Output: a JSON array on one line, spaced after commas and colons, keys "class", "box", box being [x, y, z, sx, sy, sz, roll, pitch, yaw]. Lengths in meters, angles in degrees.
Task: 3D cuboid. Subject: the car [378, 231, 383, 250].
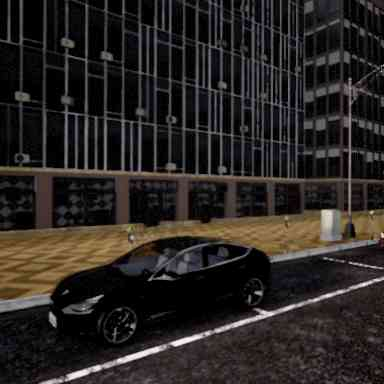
[{"class": "car", "box": [8.934, 1.574, 12.924, 4.206, 1.307, 1.802, 0, 0, -35]}]

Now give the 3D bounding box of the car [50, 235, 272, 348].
[{"class": "car", "box": [-0.335, 1.564, 6.317, 4.313, 1.339, 1.947, 0, 0, -35]}]
